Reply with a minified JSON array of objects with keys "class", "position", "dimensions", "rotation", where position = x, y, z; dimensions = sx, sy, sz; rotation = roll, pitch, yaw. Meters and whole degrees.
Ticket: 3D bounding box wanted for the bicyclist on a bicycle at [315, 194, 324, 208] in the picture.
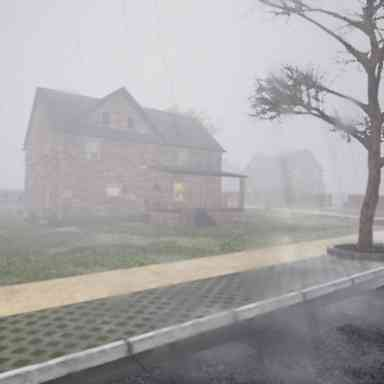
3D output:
[{"class":"bicyclist on a bicycle","position":[14.690,1.016,38.314],"dimensions":[1.656,1.620,0.582],"rotation":[1,1,-30]}]
